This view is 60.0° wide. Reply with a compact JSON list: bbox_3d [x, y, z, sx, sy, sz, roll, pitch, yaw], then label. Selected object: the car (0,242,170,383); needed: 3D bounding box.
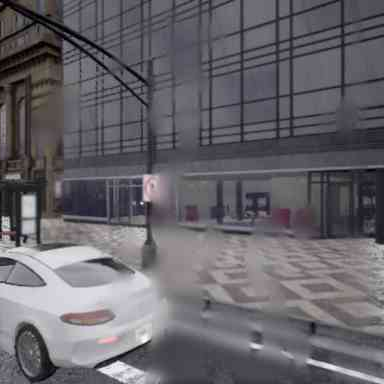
[{"bbox_3d":[-2.472,1.579,5.447,4.674,1.442,1.812,-1,0,35],"label":"car"}]
